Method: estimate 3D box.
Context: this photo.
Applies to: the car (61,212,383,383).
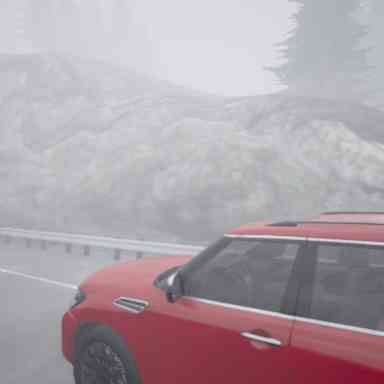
[{"bbox_3d":[1.160,1.214,3.081,5.566,2.045,2.150,0,0,35],"label":"car"}]
